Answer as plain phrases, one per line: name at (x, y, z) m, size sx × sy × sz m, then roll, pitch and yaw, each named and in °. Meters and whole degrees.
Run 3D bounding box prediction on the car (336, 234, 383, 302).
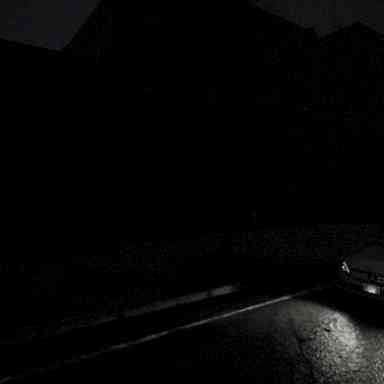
car at (5.121, 1.469, 7.312) m, size 4.674 × 1.442 × 1.812 m, roll 0°, pitch 0°, yaw -35°
